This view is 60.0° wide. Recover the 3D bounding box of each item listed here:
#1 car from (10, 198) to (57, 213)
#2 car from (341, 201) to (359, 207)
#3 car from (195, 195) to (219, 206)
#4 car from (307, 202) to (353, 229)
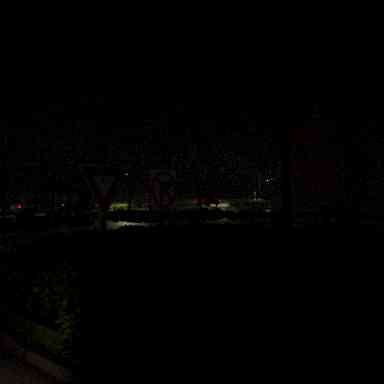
[{"bbox_3d":[-16.322,1.595,35.459,2.150,2.045,5.566,-1,0,36],"label":"car"},{"bbox_3d":[14.947,1.574,31.895,1.816,1.474,4.193,-1,0,35],"label":"car"},{"bbox_3d":[2.851,1.589,62.050,2.150,2.045,5.566,-1,0,36],"label":"car"},{"bbox_3d":[8.520,1.575,20.686,1.784,1.438,3.905,-1,0,35],"label":"car"}]
